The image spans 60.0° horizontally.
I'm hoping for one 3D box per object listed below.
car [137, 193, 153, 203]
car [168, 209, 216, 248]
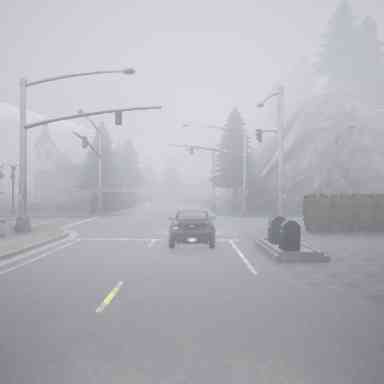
[{"bbox_3d":[-10.052,1.219,69.412,2.150,2.045,5.566,0,0,-27],"label":"car"},{"bbox_3d":[0.000,1.513,14.650,1.837,1.490,4.892,0,0,0],"label":"car"}]
